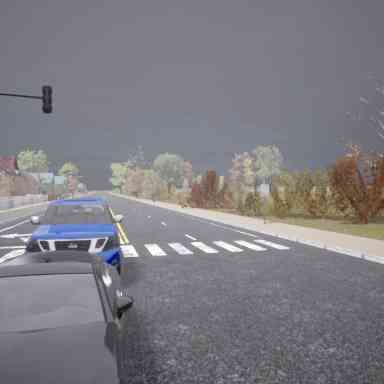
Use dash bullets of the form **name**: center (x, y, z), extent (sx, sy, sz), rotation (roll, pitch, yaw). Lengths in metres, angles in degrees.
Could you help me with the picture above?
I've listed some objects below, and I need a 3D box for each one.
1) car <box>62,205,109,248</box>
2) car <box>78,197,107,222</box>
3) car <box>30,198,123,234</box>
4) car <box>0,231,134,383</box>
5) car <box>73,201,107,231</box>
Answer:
- **car**: center (-5.025, 1.498, 16.052), extent (1.837, 1.490, 4.892), rotation (0, 0, -15)
- **car**: center (-8.167, 1.337, 27.527), extent (2.097, 1.767, 4.553), rotation (0, 0, -15)
- **car**: center (-3.360, 1.218, 9.982), extent (2.150, 2.045, 5.566), rotation (0, 0, -15)
- **car**: center (-1.713, 1.524, 3.895), extent (1.812, 1.442, 4.674), rotation (0, 0, -13)
- **car**: center (-6.600, 1.467, 21.795), extent (1.882, 1.535, 5.008), rotation (0, 0, -15)
